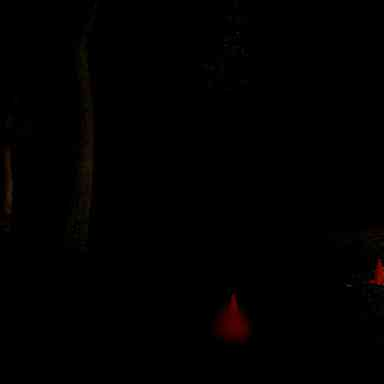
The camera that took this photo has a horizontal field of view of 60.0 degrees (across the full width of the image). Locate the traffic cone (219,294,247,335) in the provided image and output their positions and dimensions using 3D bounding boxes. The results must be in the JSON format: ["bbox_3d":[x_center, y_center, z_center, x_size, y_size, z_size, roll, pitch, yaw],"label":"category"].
[{"bbox_3d":[0.677,1.978,5.494,0.340,0.580,0.340,0,0,-36],"label":"traffic cone"}]

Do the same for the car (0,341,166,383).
[{"bbox_3d":[-2.334,1.540,0.909,5.357,1.411,2.033,0,0,-36],"label":"car"}]

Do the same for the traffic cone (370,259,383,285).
[{"bbox_3d":[4.742,1.999,8.405,0.340,0.580,0.340,0,0,-36],"label":"traffic cone"}]
